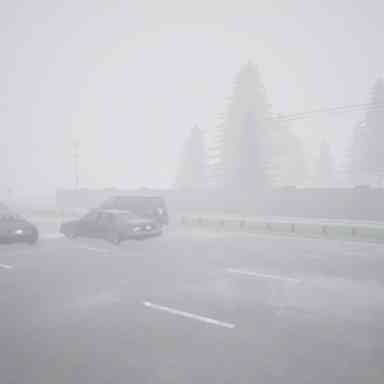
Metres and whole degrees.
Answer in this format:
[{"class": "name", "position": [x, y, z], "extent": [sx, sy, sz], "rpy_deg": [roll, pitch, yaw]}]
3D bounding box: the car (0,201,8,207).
[{"class": "car", "position": [-18.441, 1.454, 30.037], "extent": [4.892, 1.490, 1.837], "rpy_deg": [0, 0, 36]}]

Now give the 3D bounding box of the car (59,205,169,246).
[{"class": "car", "position": [-3.849, 1.529, 15.332], "extent": [5.357, 1.411, 2.033], "rpy_deg": [0, 0, 36]}]

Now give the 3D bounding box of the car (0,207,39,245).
[{"class": "car", "position": [-8.485, 1.540, 14.338], "extent": [4.181, 1.385, 1.994], "rpy_deg": [0, 0, 36]}]

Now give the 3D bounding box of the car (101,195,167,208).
[{"class": "car", "position": [-3.890, 1.199, 19.661], "extent": [5.566, 2.045, 2.150], "rpy_deg": [0, 0, 36]}]
